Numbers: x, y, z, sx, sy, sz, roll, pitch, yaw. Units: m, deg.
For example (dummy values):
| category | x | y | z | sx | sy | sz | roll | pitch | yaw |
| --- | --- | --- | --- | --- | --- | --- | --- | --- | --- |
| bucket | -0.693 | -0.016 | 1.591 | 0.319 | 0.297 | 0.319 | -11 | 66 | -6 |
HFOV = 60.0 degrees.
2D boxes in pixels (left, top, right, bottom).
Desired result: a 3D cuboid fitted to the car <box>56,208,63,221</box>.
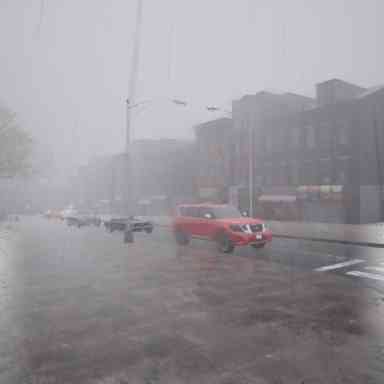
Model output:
| category | x | y | z | sx | sy | sz | roll | pitch | yaw |
| --- | --- | --- | --- | --- | --- | --- | --- | --- | --- |
| car | -16.356 | 2.881 | 45.454 | 2.150 | 2.045 | 5.566 | 0 | -2 | -36 |

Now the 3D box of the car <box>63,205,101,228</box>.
| category | x | y | z | sx | sy | sz | roll | pitch | yaw |
| --- | --- | --- | --- | --- | --- | --- | --- | --- | --- |
| car | -10.490 | 2.441 | 32.167 | 2.097 | 1.767 | 4.553 | 0 | -2 | -35 |

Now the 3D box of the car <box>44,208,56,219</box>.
| category | x | y | z | sx | sy | sz | roll | pitch | yaw |
| --- | --- | --- | --- | --- | --- | --- | --- | --- | --- |
| car | -22.686 | 3.481 | 54.325 | 2.097 | 1.767 | 4.553 | 0 | -2 | -36 |

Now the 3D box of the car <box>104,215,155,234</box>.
| category | x | y | z | sx | sy | sz | roll | pitch | yaw |
| --- | --- | --- | --- | --- | --- | --- | --- | --- | --- |
| car | -4.556 | 2.291 | 23.841 | 1.895 | 1.301 | 4.718 | 0 | -2 | -36 |

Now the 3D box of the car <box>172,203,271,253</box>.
| category | x | y | z | sx | sy | sz | roll | pitch | yaw |
| --- | --- | --- | --- | --- | --- | --- | --- | --- | --- |
| car | 1.148 | 1.567 | 15.854 | 2.150 | 2.045 | 5.566 | 0 | -2 | -35 |
